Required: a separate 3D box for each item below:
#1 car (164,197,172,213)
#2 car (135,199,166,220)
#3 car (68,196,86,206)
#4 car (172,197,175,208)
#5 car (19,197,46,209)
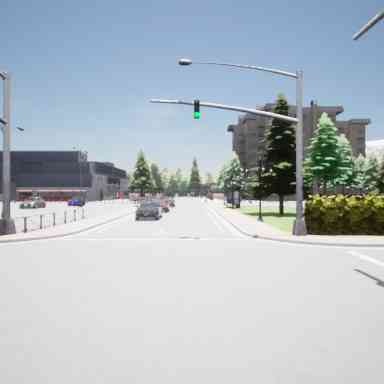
[{"bbox_3d":[-3.584,1.553,37.897,1.812,1.442,4.674,0,0,0],"label":"car"},{"bbox_3d":[-3.588,1.525,28.150,1.837,1.490,4.892,0,0,0],"label":"car"},{"bbox_3d":[-17.447,1.411,50.299,1.845,1.501,3.633,0,0,0],"label":"car"},{"bbox_3d":[-3.523,1.528,50.101,2.128,1.511,4.902,0,0,1],"label":"car"},{"bbox_3d":[-20.501,1.416,42.908,1.970,1.475,3.806,0,0,0],"label":"car"}]
